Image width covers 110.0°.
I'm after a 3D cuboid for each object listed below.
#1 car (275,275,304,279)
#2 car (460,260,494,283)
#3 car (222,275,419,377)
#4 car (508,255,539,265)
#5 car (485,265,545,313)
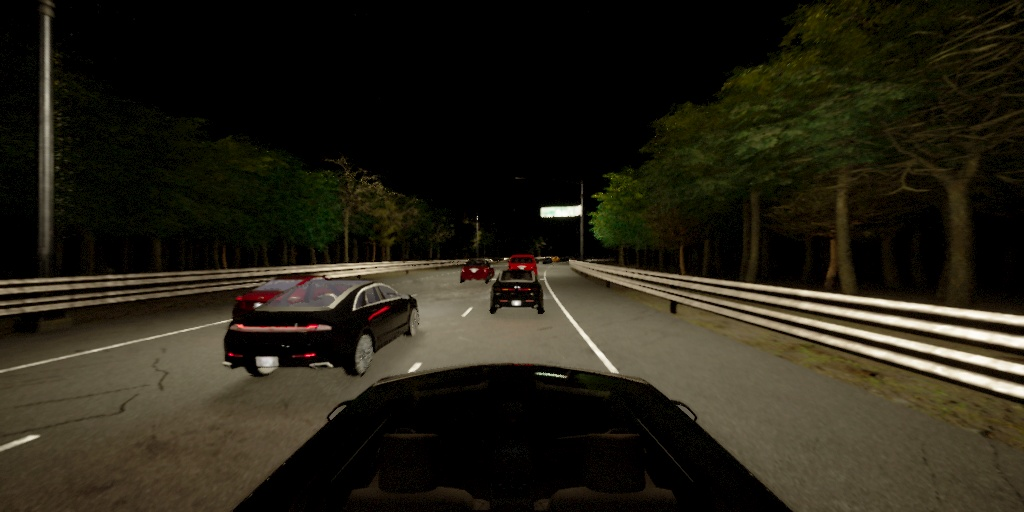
[{"bbox_3d":[-6.747,1.296,11.701,1.994,1.385,4.181,0,0,1],"label":"car"},{"bbox_3d":[-2.526,1.077,27.341,2.097,1.767,4.553,0,0,4],"label":"car"},{"bbox_3d":[-3.332,1.233,7.358,2.128,1.511,4.902,0,0,1],"label":"car"},{"bbox_3d":[0.845,0.956,27.113,2.150,2.045,5.566,0,0,4],"label":"car"},{"bbox_3d":[0.218,1.252,13.900,1.837,1.490,4.892,0,0,2],"label":"car"}]
